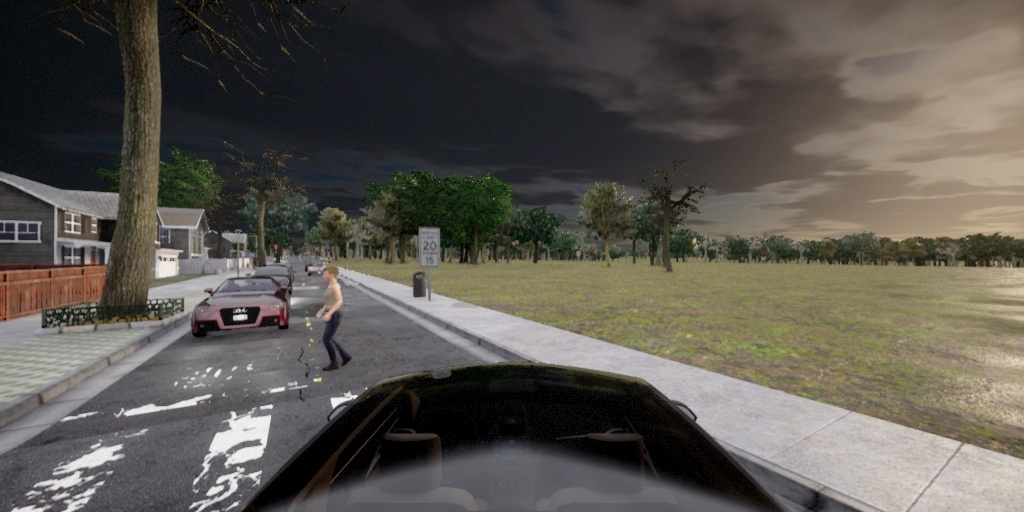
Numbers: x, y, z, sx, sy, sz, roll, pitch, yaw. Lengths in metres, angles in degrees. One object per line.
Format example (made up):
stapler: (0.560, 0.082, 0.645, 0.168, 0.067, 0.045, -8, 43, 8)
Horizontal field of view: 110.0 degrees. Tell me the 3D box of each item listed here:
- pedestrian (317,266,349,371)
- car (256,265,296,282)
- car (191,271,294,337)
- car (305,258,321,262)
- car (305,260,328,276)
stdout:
pedestrian: (-3.131, 1.044, 6.281, 0.375, 1.860, 0.375, 1, -1, -31)
car: (-12.787, 1.242, 19.163, 1.837, 1.490, 4.892, 0, 0, -31)
car: (-7.609, 1.311, 10.408, 1.994, 1.385, 4.181, 0, 0, -31)
car: (-24.975, 1.053, 45.333, 2.097, 1.767, 4.553, 0, 0, -30)
car: (-19.772, 1.316, 36.633, 1.895, 1.301, 4.718, 0, 0, -30)
